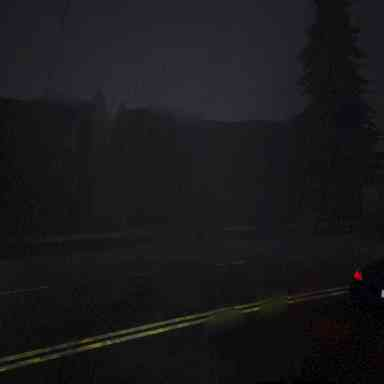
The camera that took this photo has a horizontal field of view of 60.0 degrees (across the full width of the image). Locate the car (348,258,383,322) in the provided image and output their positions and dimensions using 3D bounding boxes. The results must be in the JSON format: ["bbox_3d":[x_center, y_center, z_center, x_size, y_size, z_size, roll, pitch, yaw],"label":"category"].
[{"bbox_3d":[4.874,1.564,5.935,4.181,1.385,1.994,0,0,-25],"label":"car"}]
